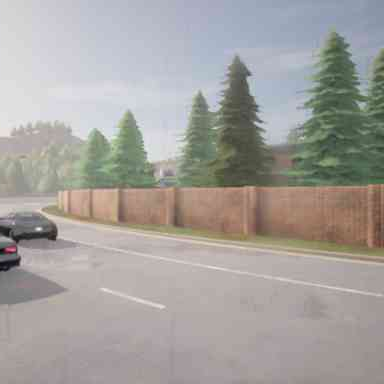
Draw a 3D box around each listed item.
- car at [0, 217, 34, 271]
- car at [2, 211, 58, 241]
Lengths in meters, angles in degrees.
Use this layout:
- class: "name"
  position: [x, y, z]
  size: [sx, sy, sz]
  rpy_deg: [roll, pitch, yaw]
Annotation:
- class: "car"
  position: [-6.948, 1.581, 9.974]
  size: [5.357, 1.411, 2.033]
  rpy_deg: [0, 0, 43]
- class: "car"
  position: [-8.209, 1.622, 16.257]
  size: [1.994, 1.385, 4.181]
  rpy_deg: [0, 0, -44]
